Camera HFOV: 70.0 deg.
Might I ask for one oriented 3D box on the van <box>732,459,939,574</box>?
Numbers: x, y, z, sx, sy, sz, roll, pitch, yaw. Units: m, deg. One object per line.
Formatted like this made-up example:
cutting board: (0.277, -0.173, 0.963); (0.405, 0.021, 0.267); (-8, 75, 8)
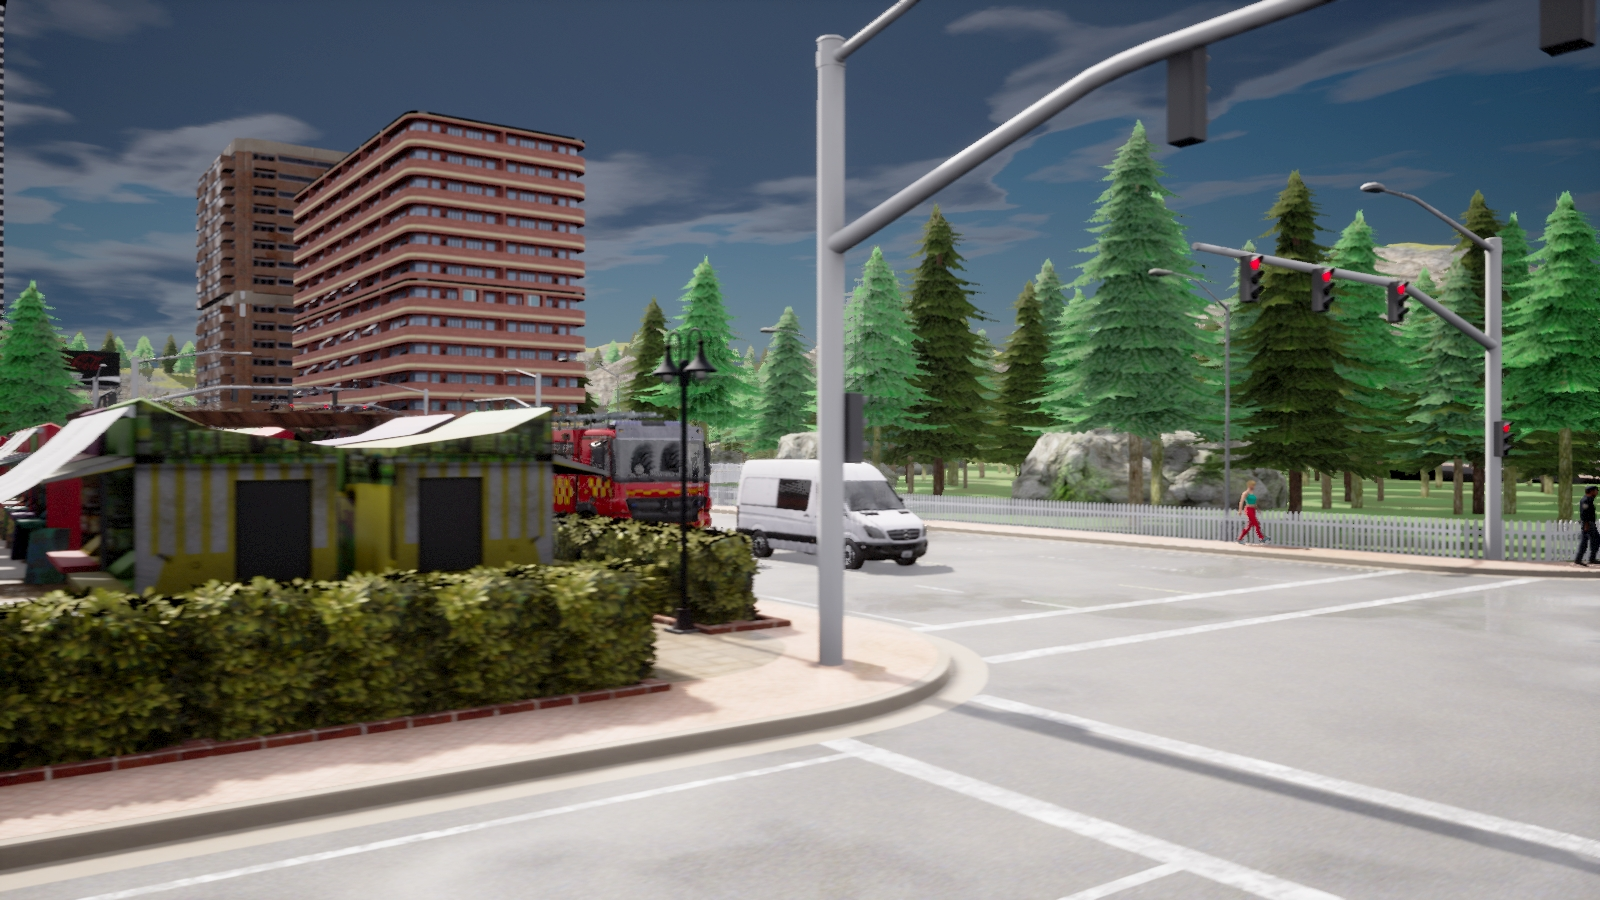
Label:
van: (0.736, 1.540, 28.874); (1.988, 2.561, 5.915); (0, 0, -37)

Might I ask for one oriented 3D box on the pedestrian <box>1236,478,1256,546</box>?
pedestrian: (12.350, 1.706, 31.656); (0.375, 1.860, 0.375); (0, 0, -36)

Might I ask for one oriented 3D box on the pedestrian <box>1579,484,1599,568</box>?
pedestrian: (17.772, 1.706, 25.724); (0.375, 1.860, 0.375); (0, 0, 35)

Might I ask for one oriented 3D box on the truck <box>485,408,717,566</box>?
truck: (-5.798, 0.895, 31.835); (2.891, 3.827, 8.468); (0, 0, -36)
